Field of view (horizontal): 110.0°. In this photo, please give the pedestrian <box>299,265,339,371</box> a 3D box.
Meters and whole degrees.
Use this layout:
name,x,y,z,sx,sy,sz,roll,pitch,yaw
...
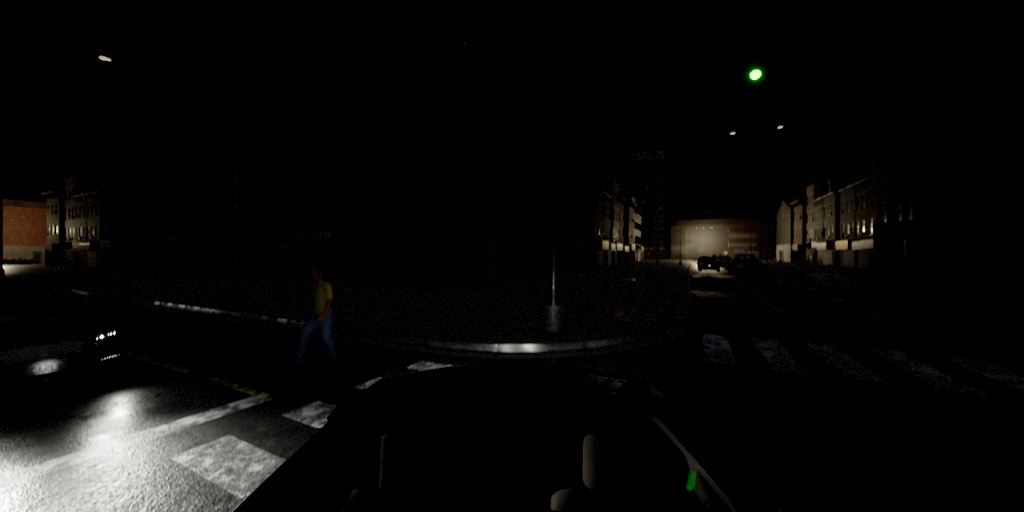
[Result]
name,x,y,z,sx,sy,sz,roll,pitch,yaw
pedestrian,-3.315,1.001,6.153,0.375,1.860,0.375,0,0,27

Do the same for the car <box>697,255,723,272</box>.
name,x,y,z,sx,sy,sz,roll,pitch,yaw
car,20.801,0.909,37.920,1.994,1.385,4.181,0,1,27

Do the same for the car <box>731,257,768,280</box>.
name,x,y,z,sx,sy,sz,roll,pitch,yaw
car,18.205,0.994,27.276,1.888,1.381,4.507,0,0,27

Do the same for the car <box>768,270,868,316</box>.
name,x,y,z,sx,sy,sz,roll,pitch,yaw
car,10.779,1.152,12.754,1.888,1.381,4.507,0,0,27

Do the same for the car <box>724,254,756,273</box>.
name,x,y,z,sx,sy,sz,roll,pitch,yaw
car,20.680,0.713,32.117,2.192,1.841,5.009,0,0,27

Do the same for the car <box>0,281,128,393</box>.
name,x,y,z,sx,sy,sz,roll,pitch,yaw
car,-8.297,1.181,5.815,4.902,1.511,2.128,0,0,27
